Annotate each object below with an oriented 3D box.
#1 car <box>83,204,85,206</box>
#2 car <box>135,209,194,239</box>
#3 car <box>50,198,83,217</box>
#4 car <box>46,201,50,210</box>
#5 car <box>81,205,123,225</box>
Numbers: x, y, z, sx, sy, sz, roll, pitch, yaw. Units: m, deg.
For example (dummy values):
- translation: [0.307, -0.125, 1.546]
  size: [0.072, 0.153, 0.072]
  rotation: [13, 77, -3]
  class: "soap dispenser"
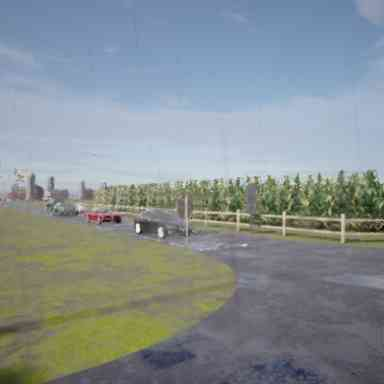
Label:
- translation: [-15.483, 2.235, 45.208]
  size: [1.812, 1.442, 4.674]
  rotation: [1, -2, -34]
  class: "car"
- translation: [-1.749, 1.812, 19.577]
  size: [1.837, 1.490, 4.892]
  rotation: [1, -1, -34]
  class: "car"
- translation: [-14.728, 1.949, 38.848]
  size: [2.097, 1.767, 4.553]
  rotation: [1, -2, -34]
  class: "car"
- translation: [-23.207, 2.103, 56.665]
  size: [2.150, 2.045, 5.566]
  rotation: [1, -1, -34]
  class: "car"
- translation: [-7.534, 2.036, 28.144]
  size: [1.895, 1.301, 4.718]
  rotation: [1, -1, -34]
  class: "car"
